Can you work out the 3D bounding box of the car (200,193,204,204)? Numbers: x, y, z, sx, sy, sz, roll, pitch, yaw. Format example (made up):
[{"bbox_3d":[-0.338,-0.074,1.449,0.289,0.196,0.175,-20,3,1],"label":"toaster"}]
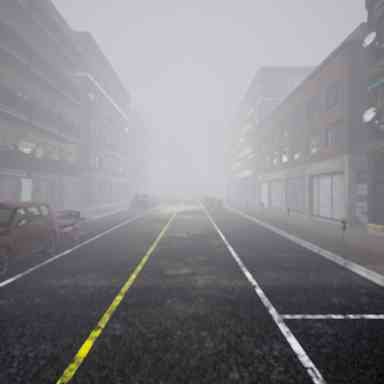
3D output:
[{"bbox_3d":[2.576,1.217,49.403,1.887,1.381,4.507,0,0,0],"label":"car"}]

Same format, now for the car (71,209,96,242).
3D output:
[{"bbox_3d":[-5.724,1.483,15.570,1.802,1.307,4.206,0,0,0],"label":"car"}]

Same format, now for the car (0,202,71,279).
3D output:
[{"bbox_3d":[-5.709,1.253,9.932,2.192,1.841,5.009,0,0,0],"label":"car"}]

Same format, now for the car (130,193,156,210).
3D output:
[{"bbox_3d":[-5.777,1.067,38.113,2.192,1.841,5.009,0,0,0],"label":"car"}]

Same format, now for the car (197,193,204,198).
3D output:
[{"bbox_3d":[2.469,0.891,94.661,1.752,1.417,4.829,0,0,0],"label":"car"}]

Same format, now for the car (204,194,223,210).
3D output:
[{"bbox_3d":[2.602,1.272,38.301,1.752,1.417,4.829,0,0,0],"label":"car"}]

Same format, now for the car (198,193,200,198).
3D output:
[{"bbox_3d":[2.523,1.071,71.947,2.008,1.369,4.403,0,0,0],"label":"car"}]

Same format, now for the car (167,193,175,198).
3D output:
[{"bbox_3d":[-5.912,0.922,94.476,2.008,1.369,4.403,0,0,0],"label":"car"}]

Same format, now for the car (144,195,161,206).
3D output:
[{"bbox_3d":[-5.804,1.222,49.388,1.887,1.381,4.507,0,0,0],"label":"car"}]

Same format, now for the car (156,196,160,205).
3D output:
[{"bbox_3d":[-5.791,1.155,43.750,1.967,1.590,4.097,0,0,0],"label":"car"}]

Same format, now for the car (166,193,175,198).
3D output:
[{"bbox_3d":[-5.899,0.961,88.839,2.008,1.369,4.403,0,0,0],"label":"car"}]
